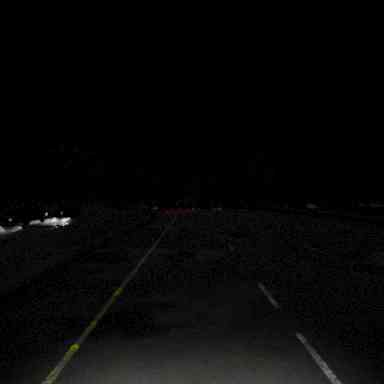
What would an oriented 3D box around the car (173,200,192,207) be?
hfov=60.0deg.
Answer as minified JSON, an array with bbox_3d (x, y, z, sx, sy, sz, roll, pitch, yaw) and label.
[{"bbox_3d":[-2.069,2.421,72.263,1.882,1.535,5.008,0,-1,-30],"label":"car"}]

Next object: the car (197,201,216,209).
[{"bbox_3d":[1.980,2.512,62.621,2.033,1.411,5.357,0,-1,-22],"label":"car"}]

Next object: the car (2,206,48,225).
[{"bbox_3d":[-14.039,1.927,28.200,2.128,1.511,4.902,0,-1,1],"label":"car"}]

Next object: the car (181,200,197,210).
[{"bbox_3d":[-1.335,2.473,61.495,1.812,1.442,4.674,0,-1,-22],"label":"car"}]

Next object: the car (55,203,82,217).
[{"bbox_3d":[-14.215,2.086,38.508,2.128,1.511,4.902,0,-1,-3],"label":"car"}]

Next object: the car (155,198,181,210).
[{"bbox_3d":[-4.277,2.136,59.363,2.150,2.045,5.566,0,-1,-22],"label":"car"}]

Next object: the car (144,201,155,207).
[{"bbox_3d":[-8.380,2.493,69.230,1.895,1.301,4.718,0,-1,-30],"label":"car"}]

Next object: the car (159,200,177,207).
[{"bbox_3d":[-5.217,2.398,70.734,1.882,1.535,5.008,0,-1,-30],"label":"car"}]

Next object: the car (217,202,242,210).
[{"bbox_3d":[6.893,2.453,58.804,2.033,1.411,5.357,0,-1,-18],"label":"car"}]
